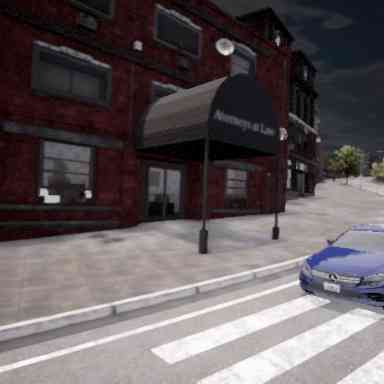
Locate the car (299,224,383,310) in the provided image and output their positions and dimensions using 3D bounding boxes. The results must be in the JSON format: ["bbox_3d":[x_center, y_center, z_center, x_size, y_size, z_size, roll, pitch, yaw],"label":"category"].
[{"bbox_3d":[4.365,1.519,7.792,4.674,1.442,1.812,0,0,-42],"label":"car"}]
